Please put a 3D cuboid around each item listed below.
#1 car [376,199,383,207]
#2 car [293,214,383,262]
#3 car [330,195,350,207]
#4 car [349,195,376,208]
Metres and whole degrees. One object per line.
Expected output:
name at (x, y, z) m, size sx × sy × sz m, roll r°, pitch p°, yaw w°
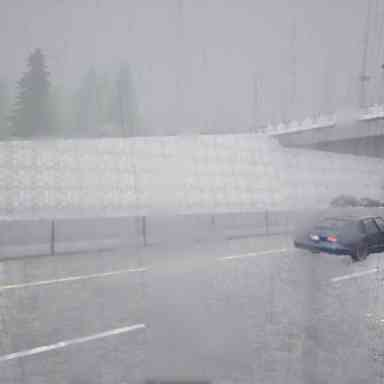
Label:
car at (26.084, 1.517, 42.501) m, size 4.892 × 1.490 × 1.837 m, roll 1°, pitch 0°, yaw -34°
car at (6.046, 1.529, 12.071) m, size 5.357 × 1.411 × 2.033 m, roll 0°, pitch 1°, yaw -33°
car at (22.084, 1.267, 48.234) m, size 4.553 × 1.767 × 2.097 m, roll 0°, pitch 1°, yaw -33°
car at (23.896, 1.487, 45.244) m, size 4.674 × 1.442 × 1.812 m, roll 1°, pitch 0°, yaw -34°
